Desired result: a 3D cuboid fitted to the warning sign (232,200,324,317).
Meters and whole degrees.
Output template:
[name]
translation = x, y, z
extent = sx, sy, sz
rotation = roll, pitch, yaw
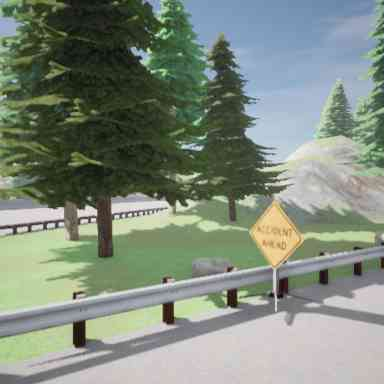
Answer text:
[warning sign]
translation = 1.578, 1.098, 6.250
extent = 1.060, 1.860, 1.300
rotation = 0, 0, -35
